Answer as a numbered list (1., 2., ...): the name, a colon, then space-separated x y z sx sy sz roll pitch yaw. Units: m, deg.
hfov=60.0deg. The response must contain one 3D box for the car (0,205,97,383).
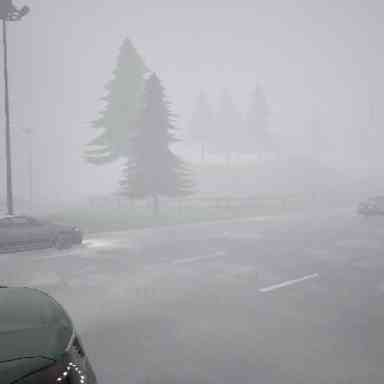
1. car: -3.259 1.277 1.421 5.566 2.045 2.150 -2 1 -35

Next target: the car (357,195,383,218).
1. car: 12.766 0.901 21.450 5.357 1.411 2.033 -2 1 -35

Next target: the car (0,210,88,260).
1. car: -6.252 1.511 12.185 4.181 1.385 1.994 -2 1 -35

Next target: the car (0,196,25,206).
1. car: -24.570 1.305 45.074 5.008 1.535 1.882 0 0 37
